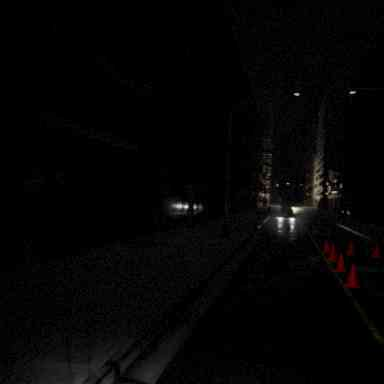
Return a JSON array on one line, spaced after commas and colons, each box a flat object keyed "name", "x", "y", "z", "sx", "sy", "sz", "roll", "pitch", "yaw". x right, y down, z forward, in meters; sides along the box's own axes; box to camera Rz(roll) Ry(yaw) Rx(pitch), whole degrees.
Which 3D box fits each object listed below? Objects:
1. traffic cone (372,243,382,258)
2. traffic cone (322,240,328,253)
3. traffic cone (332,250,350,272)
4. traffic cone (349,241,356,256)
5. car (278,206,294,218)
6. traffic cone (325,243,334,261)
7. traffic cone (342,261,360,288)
[{"name": "traffic cone", "x": 7.922, "y": 2.496, "z": 14.260, "sx": 0.340, "sy": 0.580, "sz": 0.340, "roll": 3, "pitch": -1, "yaw": 16}, {"name": "traffic cone", "x": 6.000, "y": 2.408, "z": 14.805, "sx": 0.340, "sy": 0.580, "sz": 0.340, "roll": 3, "pitch": -1, "yaw": 16}, {"name": "traffic cone", "x": 4.911, "y": 2.313, "z": 10.957, "sx": 0.340, "sy": 0.580, "sz": 0.340, "roll": 3, "pitch": -1, "yaw": 16}, {"name": "traffic cone", "x": 6.962, "y": 2.452, "z": 14.532, "sx": 0.340, "sy": 0.580, "sz": 0.340, "roll": 3, "pitch": -1, "yaw": 16}, {"name": "car", "x": 12.424, "y": 2.602, "z": 43.784, "sx": 1.812, "sy": 1.442, "sz": 4.674, "roll": 3, "pitch": -1, "yaw": 16}, {"name": "traffic cone", "x": 5.456, "y": 2.361, "z": 12.881, "sx": 0.340, "sy": 0.580, "sz": 0.340, "roll": 3, "pitch": -1, "yaw": 16}, {"name": "traffic cone", "x": 4.367, "y": 2.266, "z": 9.033, "sx": 0.340, "sy": 0.580, "sz": 0.340, "roll": 3, "pitch": -1, "yaw": 16}]
